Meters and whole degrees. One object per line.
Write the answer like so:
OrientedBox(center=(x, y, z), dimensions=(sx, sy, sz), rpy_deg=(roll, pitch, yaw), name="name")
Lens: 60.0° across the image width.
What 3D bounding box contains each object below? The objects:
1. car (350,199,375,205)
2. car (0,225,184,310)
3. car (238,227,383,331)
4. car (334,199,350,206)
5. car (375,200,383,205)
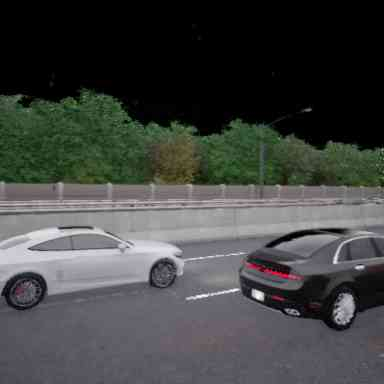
OrientedBox(center=(19.909, 1.565, 36.694), dimensions=(4.181, 1.385, 1.994), rpy_deg=(0, 0, -30), name="car")
OrientedBox(center=(-2.433, 1.506, 7.636), dimensions=(4.674, 1.442, 1.812), rpy_deg=(0, 0, -30), name="car")
OrientedBox(center=(3.213, 1.500, 6.837), dimensions=(4.892, 1.490, 1.837), rpy_deg=(0, 0, -30), name="car")
OrientedBox(center=(19.631, 1.540, 40.552), dimensions=(5.357, 1.411, 2.033), rpy_deg=(0, 0, -29), name="car")
OrientedBox(center=(20.812, 1.613, 33.185), dimensions=(4.718, 1.301, 1.895), rpy_deg=(0, 0, -30), name="car")
